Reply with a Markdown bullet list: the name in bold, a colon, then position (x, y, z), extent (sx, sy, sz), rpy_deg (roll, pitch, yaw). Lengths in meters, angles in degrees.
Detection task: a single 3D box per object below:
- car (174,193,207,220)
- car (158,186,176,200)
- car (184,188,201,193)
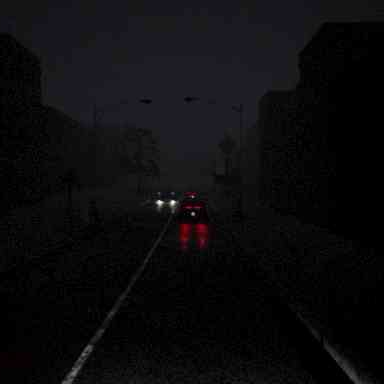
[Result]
- **car**: position (0.076, 1.120, 24.152), extent (2.128, 1.511, 4.902), rpy_deg (0, 3, 0)
- **car**: position (-3.130, 0.014, 42.134), extent (2.097, 1.767, 4.553), rpy_deg (0, 3, 0)
- **car**: position (0.061, 0.208, 41.430), extent (1.837, 1.490, 4.892), rpy_deg (0, 3, 0)
